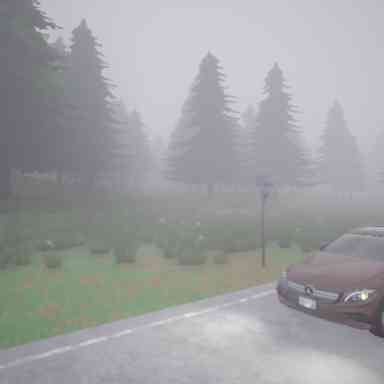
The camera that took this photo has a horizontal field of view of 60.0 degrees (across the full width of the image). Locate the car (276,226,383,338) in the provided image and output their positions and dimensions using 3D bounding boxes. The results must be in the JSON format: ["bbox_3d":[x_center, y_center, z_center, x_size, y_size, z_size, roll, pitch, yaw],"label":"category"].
[{"bbox_3d":[3.727,1.468,6.631,4.674,1.442,1.812,-1,1,-35],"label":"car"}]
